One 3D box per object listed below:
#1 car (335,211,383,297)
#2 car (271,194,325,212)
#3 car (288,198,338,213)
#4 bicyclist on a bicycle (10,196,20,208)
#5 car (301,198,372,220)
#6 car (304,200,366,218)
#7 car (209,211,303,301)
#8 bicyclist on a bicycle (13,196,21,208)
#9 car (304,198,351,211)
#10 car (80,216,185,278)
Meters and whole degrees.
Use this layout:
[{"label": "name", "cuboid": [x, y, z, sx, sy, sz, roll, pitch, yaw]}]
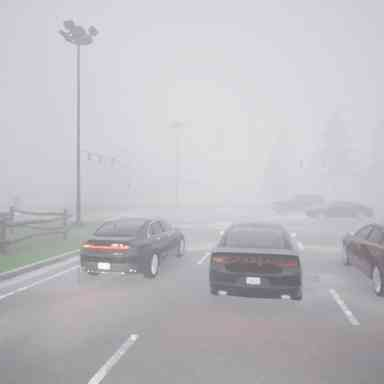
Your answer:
[{"label": "car", "cuboid": [5.213, 1.477, 8.392, 1.882, 1.535, 5.008, 0, 0, 12]}, {"label": "car", "cuboid": [10.968, 1.220, 34.074, 5.566, 2.045, 2.150, 0, 0, 4]}, {"label": "car", "cuboid": [13.489, 1.476, 37.357, 5.008, 1.535, 1.882, 0, 0, 5]}, {"label": "bicyclist on a bicycle", "cuboid": [-23.245, 1.301, 43.673, 0.582, 1.620, 1.656, 0, 0, -9]}, {"label": "car", "cuboid": [11.877, 1.476, 26.970, 5.008, 1.535, 1.882, 0, 0, 5]}, {"label": "car", "cuboid": [12.944, 1.504, 30.390, 4.892, 1.490, 1.837, 0, 0, 5]}, {"label": "car", "cuboid": [1.657, 1.477, 8.516, 1.882, 1.535, 5.008, 0, 0, 12]}, {"label": "bicyclist on a bicycle", "cuboid": [-22.805, 1.301, 43.739, 0.582, 1.620, 1.656, 0, 0, -8]}, {"label": "car", "cuboid": [16.456, 1.476, 40.603, 5.008, 1.535, 1.882, 0, 0, 6]}, {"label": "car", "cuboid": [-1.553, 1.505, 10.232, 1.837, 1.490, 4.892, 0, 0, 13]}]
